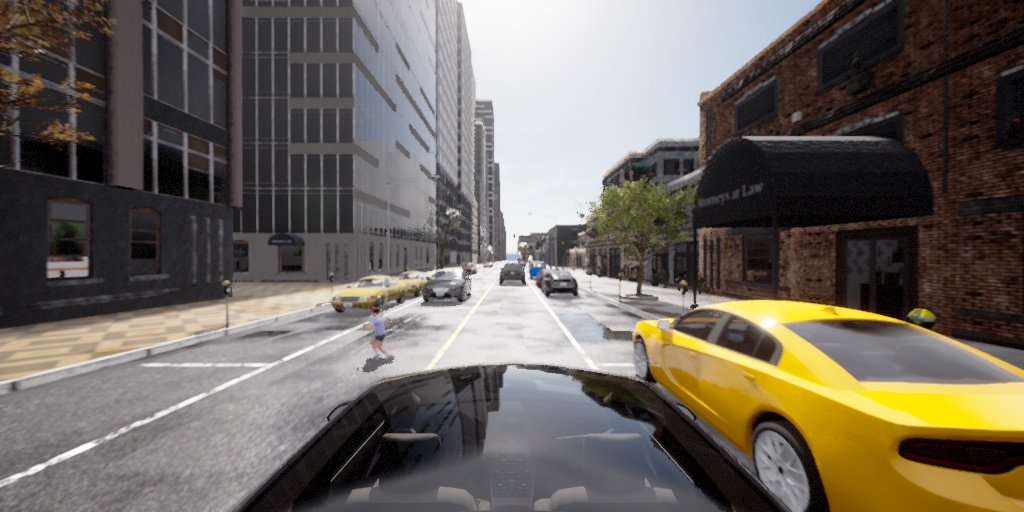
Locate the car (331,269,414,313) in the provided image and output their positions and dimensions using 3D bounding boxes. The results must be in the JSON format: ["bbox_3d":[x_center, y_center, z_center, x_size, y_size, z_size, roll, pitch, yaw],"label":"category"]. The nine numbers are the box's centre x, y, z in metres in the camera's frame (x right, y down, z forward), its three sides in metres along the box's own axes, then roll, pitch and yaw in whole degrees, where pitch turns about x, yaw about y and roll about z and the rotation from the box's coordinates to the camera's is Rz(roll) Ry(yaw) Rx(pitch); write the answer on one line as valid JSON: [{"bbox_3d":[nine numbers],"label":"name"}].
[{"bbox_3d":[-5.708,1.411,14.884,1.751,1.417,4.829,0,0,0],"label":"car"}]

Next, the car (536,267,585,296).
[{"bbox_3d":[2.664,1.507,20.589,1.948,1.339,4.313,0,0,0],"label":"car"}]

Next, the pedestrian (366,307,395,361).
[{"bbox_3d":[-2.571,1.477,7.006,0.500,1.100,0.500,-1,0,-2],"label":"pedestrian"}]

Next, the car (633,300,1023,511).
[{"bbox_3d":[2.999,1.253,4.214,1.882,1.535,5.008,0,-1,0],"label":"car"}]

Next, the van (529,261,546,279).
[{"bbox_3d":[2.640,1.451,37.191,1.690,1.789,3.998,0,0,0],"label":"van"}]

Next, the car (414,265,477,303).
[{"bbox_3d":[-3.122,1.404,18.027,2.128,1.511,4.902,0,0,0],"label":"car"}]

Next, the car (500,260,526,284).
[{"bbox_3d":[0.045,1.395,30.634,2.097,1.767,4.553,0,-1,0],"label":"car"}]

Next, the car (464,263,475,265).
[{"bbox_3d":[-5.757,1.663,48.262,1.967,1.591,4.097,0,0,0],"label":"car"}]

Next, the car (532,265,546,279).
[{"bbox_3d":[2.656,1.580,26.123,1.802,1.307,4.207,0,0,0],"label":"car"}]
